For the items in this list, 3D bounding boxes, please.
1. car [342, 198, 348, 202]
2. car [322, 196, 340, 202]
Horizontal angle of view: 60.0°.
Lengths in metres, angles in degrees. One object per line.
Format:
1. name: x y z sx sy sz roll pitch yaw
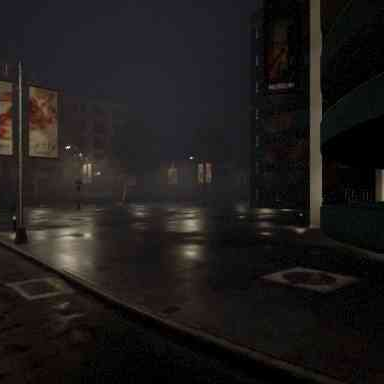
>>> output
1. car: 22.136 1.413 51.046 4.786 1.482 2.161 0 0 -41
2. car: 15.593 1.320 39.958 4.674 1.452 2.002 0 0 -41
